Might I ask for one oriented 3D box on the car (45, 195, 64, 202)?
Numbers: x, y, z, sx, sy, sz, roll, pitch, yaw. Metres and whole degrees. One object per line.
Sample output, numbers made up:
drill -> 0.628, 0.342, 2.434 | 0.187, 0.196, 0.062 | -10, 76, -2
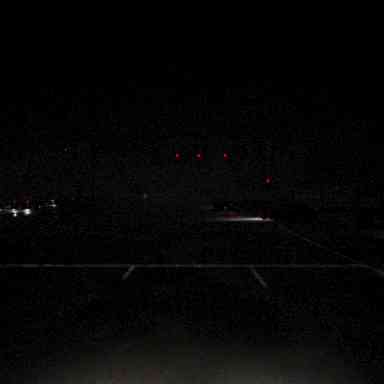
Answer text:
car -> -28.072, 1.315, 67.952 | 1.895, 1.301, 4.718 | 0, 0, 0

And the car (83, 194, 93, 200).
car -> -26.237, 1.174, 83.725 | 1.812, 1.442, 4.674 | 0, 0, -10

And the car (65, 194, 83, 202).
car -> -24.591, 1.191, 69.389 | 1.882, 1.535, 5.008 | 0, 0, 0

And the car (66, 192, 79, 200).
car -> -29.488, 1.011, 82.196 | 2.097, 1.767, 4.553 | 0, 0, -10

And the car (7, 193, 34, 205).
car -> -28.121, 1.131, 54.675 | 2.097, 1.767, 4.553 | 0, 0, 0

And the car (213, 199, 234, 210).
car -> 3.622, 1.448, 39.456 | 1.895, 1.301, 4.718 | 0, 0, -3

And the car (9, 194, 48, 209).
car -> -21.137, 1.183, 43.185 | 2.097, 1.767, 4.553 | 0, 0, 0

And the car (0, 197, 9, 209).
car -> -24.631, 1.357, 42.936 | 1.812, 1.442, 4.674 | 0, 0, 0

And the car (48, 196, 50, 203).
car -> -24.630, 1.325, 55.088 | 2.033, 1.411, 5.357 | 0, 0, 0

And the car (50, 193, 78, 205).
car -> -21.133, 1.281, 55.074 | 1.837, 1.490, 4.892 | 0, 1, 0

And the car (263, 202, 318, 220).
car -> 7.803, 1.475, 26.557 | 4.181, 1.385, 1.994 | 0, 0, 0

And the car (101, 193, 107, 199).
car -> -22.646, 1.005, 83.630 | 2.097, 1.767, 4.553 | 0, 0, -10

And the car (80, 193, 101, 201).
car -> -21.084, 1.311, 68.921 | 1.895, 1.301, 4.718 | 0, 0, 0
